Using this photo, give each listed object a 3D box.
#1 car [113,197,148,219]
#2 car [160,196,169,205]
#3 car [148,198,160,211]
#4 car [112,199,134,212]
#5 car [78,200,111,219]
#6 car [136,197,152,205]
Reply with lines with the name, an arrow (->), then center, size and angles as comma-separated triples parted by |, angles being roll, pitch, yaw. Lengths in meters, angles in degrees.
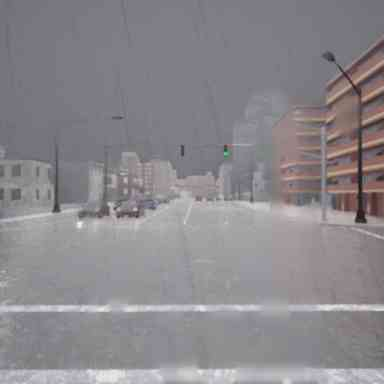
car -> -5.997, 1.623, 32.736 | 2.097, 1.767, 4.553 | 0, 0, 1
car -> -5.491, 1.641, 64.122 | 1.837, 1.490, 4.892 | 0, 0, 1
car -> -5.821, 1.766, 45.148 | 1.812, 1.442, 4.674 | 0, 1, 1
car -> -9.322, 1.740, 45.063 | 1.837, 1.490, 4.892 | 0, 1, 1
car -> -9.499, 1.625, 32.537 | 2.097, 1.767, 4.553 | 0, 0, 1
car -> -9.014, 1.688, 62.882 | 2.033, 1.411, 5.357 | 0, 0, 1
